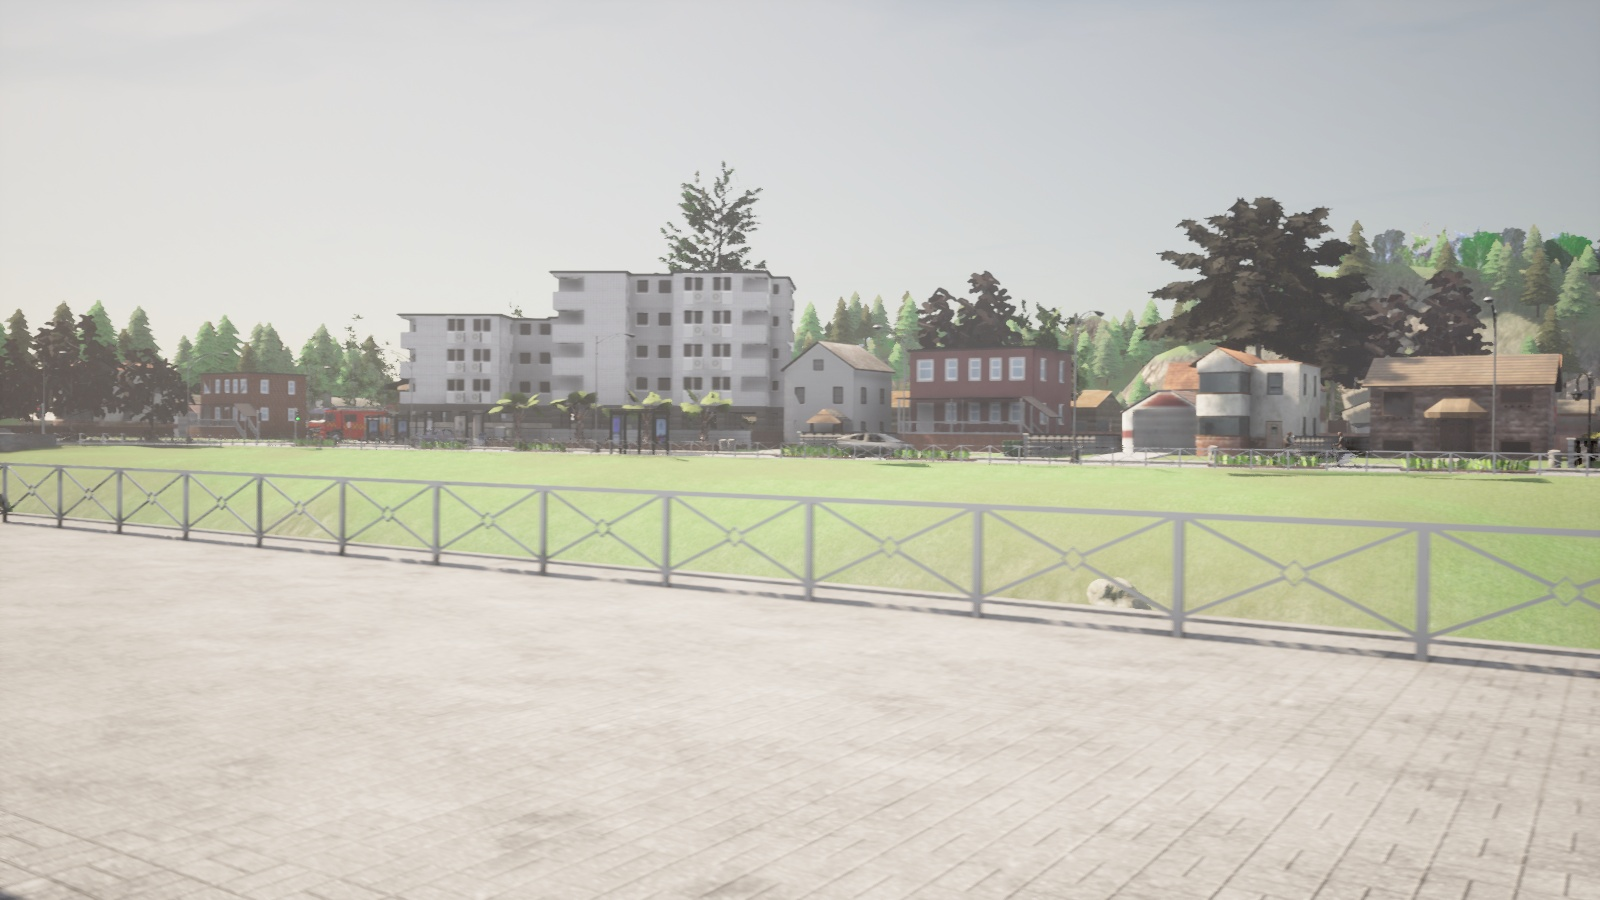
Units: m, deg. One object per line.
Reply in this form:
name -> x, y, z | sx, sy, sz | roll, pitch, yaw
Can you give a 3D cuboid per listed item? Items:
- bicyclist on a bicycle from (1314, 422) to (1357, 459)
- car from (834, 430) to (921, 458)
bicyclist on a bicycle -> 26.020, -0.466, 60.991 | 1.843, 1.776, 0.659 | 0, 1, 34
car -> 4.344, -0.325, 70.597 | 4.514, 1.525, 2.007 | 0, 1, 34
